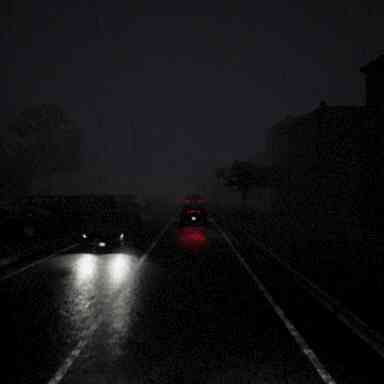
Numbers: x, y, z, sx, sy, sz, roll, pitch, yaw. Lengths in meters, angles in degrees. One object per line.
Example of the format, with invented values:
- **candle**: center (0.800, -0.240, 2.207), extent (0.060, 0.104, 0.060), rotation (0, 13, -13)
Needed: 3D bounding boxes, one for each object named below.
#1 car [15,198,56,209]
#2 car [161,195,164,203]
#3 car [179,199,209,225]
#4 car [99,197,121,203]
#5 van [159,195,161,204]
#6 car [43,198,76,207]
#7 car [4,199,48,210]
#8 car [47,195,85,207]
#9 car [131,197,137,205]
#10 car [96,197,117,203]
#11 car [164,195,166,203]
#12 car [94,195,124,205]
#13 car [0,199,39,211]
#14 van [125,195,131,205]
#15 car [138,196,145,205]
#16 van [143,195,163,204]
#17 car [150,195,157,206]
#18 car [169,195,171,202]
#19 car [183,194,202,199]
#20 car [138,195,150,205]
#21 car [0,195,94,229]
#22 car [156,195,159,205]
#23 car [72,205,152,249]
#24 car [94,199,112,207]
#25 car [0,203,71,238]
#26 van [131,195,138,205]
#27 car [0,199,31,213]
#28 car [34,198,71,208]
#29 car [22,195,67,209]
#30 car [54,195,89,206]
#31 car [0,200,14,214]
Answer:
- **car**: center (-21.942, 1.660, 46.769), extent (4.792, 1.488, 2.163), rotation (0, 0, 0)
- **car**: center (-8.820, 1.884, 69.353), extent (4.792, 1.488, 2.163), rotation (0, -1, 0)
- **car**: center (0.116, 1.497, 23.962), extent (1.837, 1.490, 4.892), rotation (0, -1, 0)
- **car**: center (-21.758, 2.060, 88.567), extent (5.366, 1.575, 1.946), rotation (0, -1, 0)
- **van**: center (-8.729, 1.568, 63.749), extent (4.442, 1.987, 1.878), rotation (0, -1, 0)
- **car**: center (-21.916, 1.743, 54.999), extent (4.674, 1.452, 2.002), rotation (0, -1, 0)
- **car**: center (-21.881, 1.638, 43.984), extent (4.792, 1.488, 2.163), rotation (0, 0, 0)
- **car**: center (-21.892, 1.481, 57.910), extent (5.566, 2.045, 2.435), rotation (0, -1, 0)
- **car**: center (-8.821, 1.546, 35.719), extent (4.892, 1.521, 2.231), rotation (0, 0, 0)
- **car**: center (-21.947, 2.034, 85.791), extent (4.892, 1.521, 2.231), rotation (0, -1, 0)
- **car**: center (-8.846, 1.885, 72.156), extent (5.008, 1.535, 2.097), rotation (0, -1, 0)
- **car**: center (-8.855, 1.234, 27.311), extent (5.566, 2.045, 2.435), rotation (0, 0, 0)
- **car**: center (-21.903, 1.588, 41.200), extent (5.008, 1.535, 2.097), rotation (0, 0, 0)
- **van**: center (-8.710, 1.298, 32.916), extent (4.442, 1.987, 1.878), rotation (0, 0, 0)
- **car**: center (-8.824, 1.587, 41.325), extent (5.008, 1.535, 2.097), rotation (0, 0, 0)
- **van**: center (-8.737, 1.689, 74.962), extent (4.442, 1.987, 1.878), rotation (0, -1, 0)
- **car**: center (-8.834, 1.705, 55.341), extent (5.008, 1.535, 2.097), rotation (0, -1, 0)
- **car**: center (-8.833, 1.785, 86.174), extent (5.566, 2.045, 2.435), rotation (0, -1, 0)
- **car**: center (0.114, 1.338, 41.654), extent (2.150, 2.045, 5.566), rotation (0, -1, 0)
- **car**: center (-8.860, 1.358, 44.130), extent (5.566, 2.045, 2.435), rotation (0, 0, 0)
- **car**: center (-8.862, 1.195, 18.901), extent (5.566, 2.045, 2.435), rotation (0, 0, 0)
- **car**: center (-9.027, 1.731, 58.140), extent (5.366, 1.575, 1.946), rotation (0, -1, 0)
- **car**: center (-3.241, 1.514, 14.682), extent (2.033, 1.411, 5.357), rotation (0, 0, 0)
- **car**: center (-8.835, 1.469, 24.505), extent (4.892, 1.521, 2.231), rotation (0, 0, 0)
- **car**: center (-8.831, 1.441, 16.100), extent (4.892, 1.521, 2.231), rotation (0, 0, 0)
- **van**: center (-8.944, 1.341, 38.523), extent (4.442, 1.987, 1.878), rotation (0, 0, 0)
- **car**: center (-21.722, 1.564, 38.413), extent (5.366, 1.575, 1.946), rotation (0, 0, 0)
- **car**: center (-21.912, 1.678, 52.339), extent (5.008, 1.535, 2.097), rotation (0, -1, 0)
- **car**: center (-21.887, 1.402, 49.555), extent (5.566, 2.045, 2.435), rotation (0, 0, 0)
- **car**: center (-21.894, 1.510, 60.571), extent (5.566, 2.045, 2.435), rotation (0, -1, 0)
- **car**: center (-21.904, 1.586, 35.628), extent (4.674, 1.452, 2.002), rotation (0, 0, 0)
